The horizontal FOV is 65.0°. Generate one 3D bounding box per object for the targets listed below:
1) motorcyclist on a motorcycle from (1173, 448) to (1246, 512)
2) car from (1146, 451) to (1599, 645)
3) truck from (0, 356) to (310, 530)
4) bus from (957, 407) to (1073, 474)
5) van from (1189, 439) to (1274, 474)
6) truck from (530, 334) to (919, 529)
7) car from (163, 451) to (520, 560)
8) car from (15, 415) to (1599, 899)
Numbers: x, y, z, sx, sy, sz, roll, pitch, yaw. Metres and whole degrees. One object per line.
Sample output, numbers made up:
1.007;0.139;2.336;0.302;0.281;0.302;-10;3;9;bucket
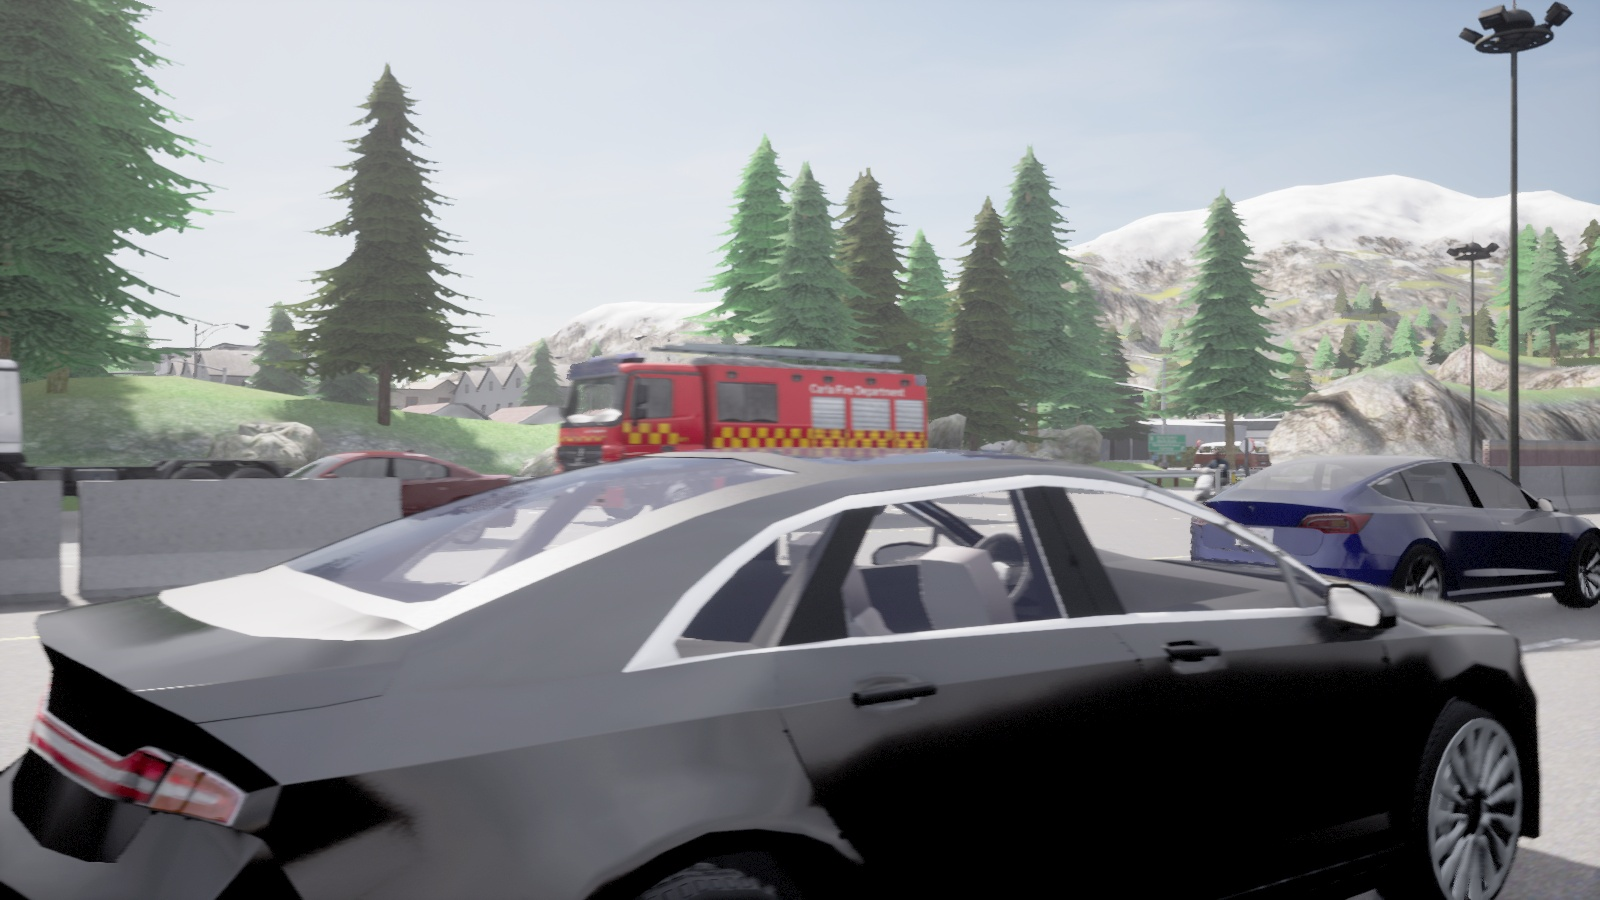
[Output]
10.546;0.755;32.318;1.817;1.590;0.866;0;0;-35;motorcyclist on a motorcycle
5.743;0.761;11.920;4.792;1.488;2.163;0;0;-35;car
-15.139;-0.138;27.238;7.936;3.462;2.891;0;0;-35;truck
14.861;-0.573;85.888;3.944;4.253;10.273;2;1;33;bus
25.884;0.402;75.432;2.069;2.038;4.480;0;0;-35;van
-1.504;-0.346;28.201;8.468;3.827;2.891;0;0;-35;truck
-7.198;0.786;19.970;5.008;1.535;1.882;0;0;-35;car
0.549;0.709;3.899;4.902;1.511;2.128;0;0;-37;car
